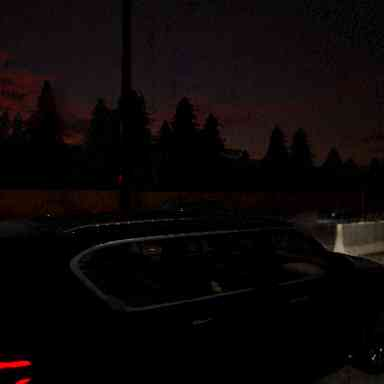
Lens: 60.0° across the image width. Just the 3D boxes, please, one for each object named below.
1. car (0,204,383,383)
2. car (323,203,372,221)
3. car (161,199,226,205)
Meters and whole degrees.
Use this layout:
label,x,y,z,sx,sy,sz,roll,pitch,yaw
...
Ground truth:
label,x,y,z,sx,sy,sz,roll,pitch,yaw
car,0.351,1.257,4.018,5.566,2.045,2.150,1,0,-36
car,14.939,1.859,31.857,4.902,1.511,2.128,1,-1,-35
car,-0.498,1.349,16.589,5.566,2.045,2.150,1,-1,-36
